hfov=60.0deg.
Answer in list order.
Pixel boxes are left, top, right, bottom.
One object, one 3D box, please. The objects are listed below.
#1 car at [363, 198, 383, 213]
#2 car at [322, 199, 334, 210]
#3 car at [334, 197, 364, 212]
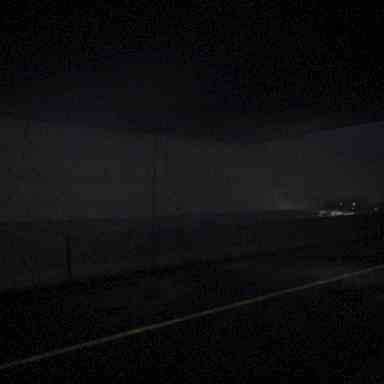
[{"bbox_3d":[21.285,1.559,36.329,4.902,1.511,2.128,0,0,-35],"label":"car"},{"bbox_3d":[18.936,1.547,43.241,5.008,1.535,1.882,0,0,-35],"label":"car"},{"bbox_3d":[19.323,1.419,39.226,4.553,1.767,2.097,0,0,-35],"label":"car"}]
